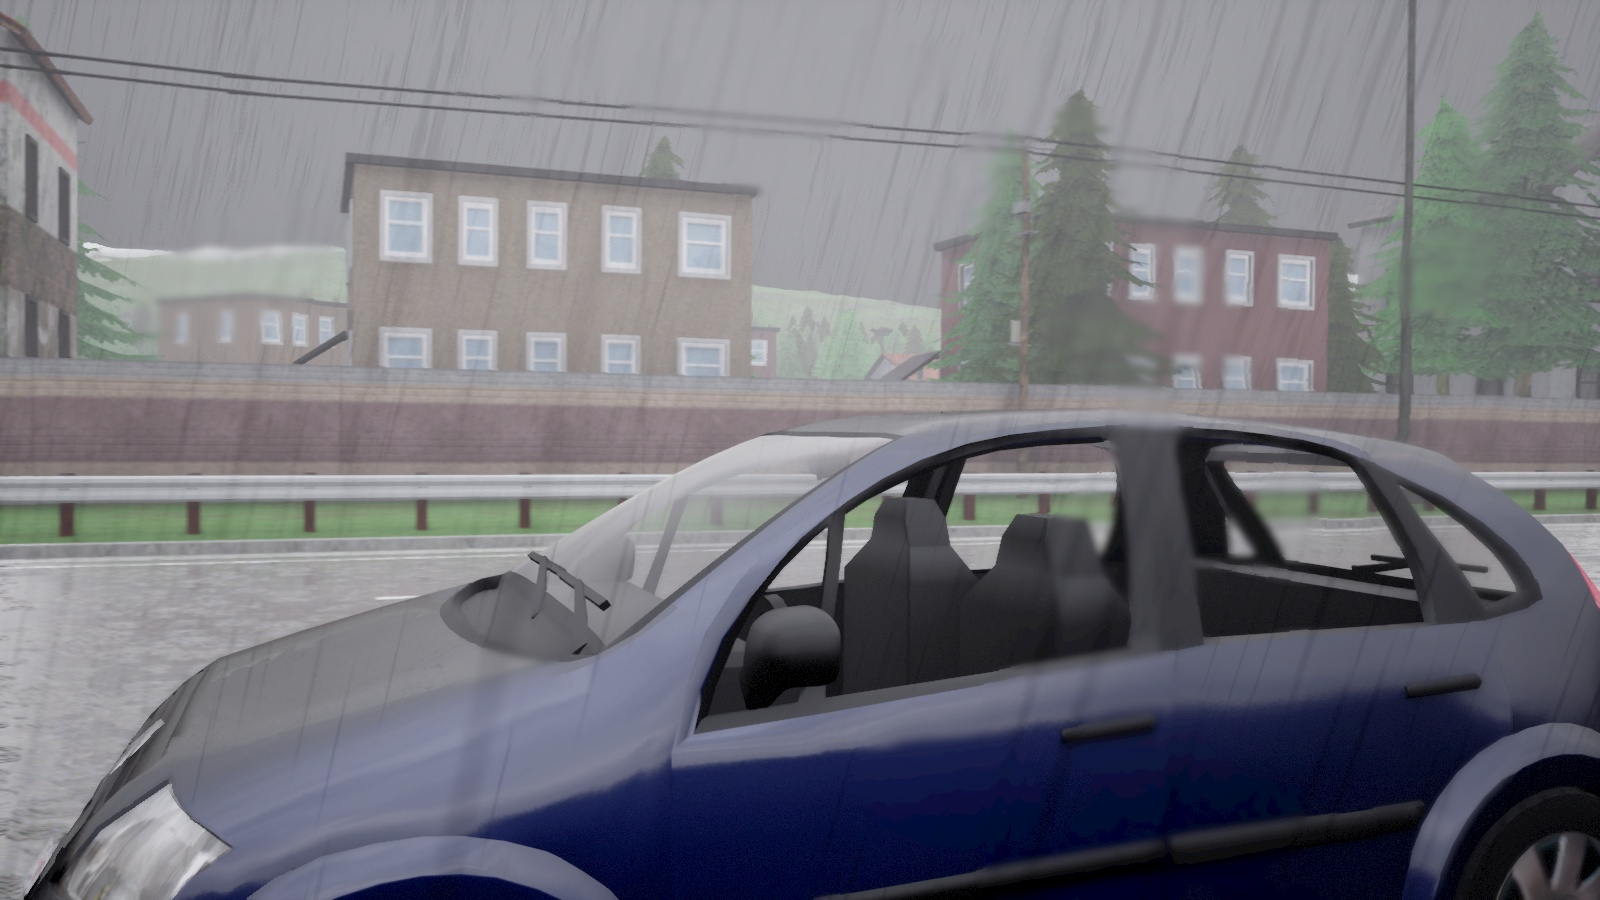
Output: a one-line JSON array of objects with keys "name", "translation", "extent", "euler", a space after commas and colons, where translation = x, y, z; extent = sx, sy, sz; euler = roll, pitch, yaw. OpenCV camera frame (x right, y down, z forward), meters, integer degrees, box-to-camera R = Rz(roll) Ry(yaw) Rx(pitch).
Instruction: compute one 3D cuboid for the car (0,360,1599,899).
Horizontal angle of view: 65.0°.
[{"name": "car", "translation": [0.271, 0.639, 3.341], "extent": [3.988, 1.617, 1.851], "euler": [-1, 1, -21]}]
